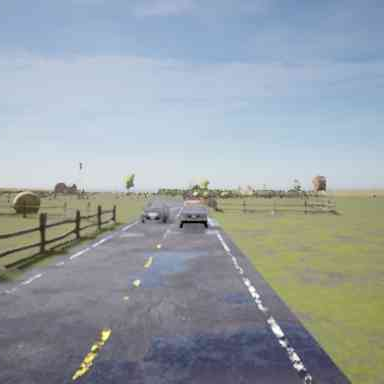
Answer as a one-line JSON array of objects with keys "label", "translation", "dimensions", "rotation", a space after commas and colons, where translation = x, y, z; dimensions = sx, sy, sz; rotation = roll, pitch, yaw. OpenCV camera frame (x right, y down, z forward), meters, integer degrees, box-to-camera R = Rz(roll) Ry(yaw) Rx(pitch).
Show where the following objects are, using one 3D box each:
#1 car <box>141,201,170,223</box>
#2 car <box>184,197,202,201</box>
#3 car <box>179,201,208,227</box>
[{"label": "car", "translation": [-2.734, 1.499, 25.616], "dimensions": [2.128, 1.511, 4.902], "rotation": [0, 0, 0]}, {"label": "car", "translation": [0.121, 1.361, 41.118], "dimensions": [2.097, 1.767, 4.553], "rotation": [0, 0, 0]}, {"label": "car", "translation": [0.114, 1.552, 22.751], "dimensions": [2.033, 1.411, 5.357], "rotation": [0, 0, 0]}]
